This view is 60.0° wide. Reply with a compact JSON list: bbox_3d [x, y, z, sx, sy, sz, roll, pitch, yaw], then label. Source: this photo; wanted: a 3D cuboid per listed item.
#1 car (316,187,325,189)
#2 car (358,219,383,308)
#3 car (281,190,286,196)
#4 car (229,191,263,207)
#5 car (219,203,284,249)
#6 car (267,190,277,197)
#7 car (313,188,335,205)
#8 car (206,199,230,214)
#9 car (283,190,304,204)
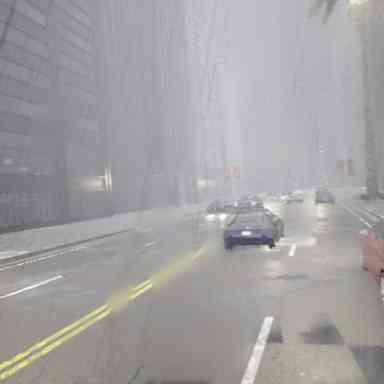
[{"bbox_3d":[18.430,0.121,47.449,2.097,1.767,4.553,-4,0,20],"label":"car"},{"bbox_3d":[4.487,1.163,6.463,1.882,1.535,5.008,-4,0,20],"label":"car"},{"bbox_3d":[20.095,0.201,70.625,1.895,1.301,4.718,-4,0,20],"label":"car"},{"bbox_3d":[5.309,1.030,30.946,2.097,1.767,4.553,-4,0,20],"label":"car"},{"bbox_3d":[2.634,1.397,13.769,1.994,1.385,4.181,-4,0,20],"label":"car"},{"bbox_3d":[17.687,0.276,73.481,1.994,1.385,4.181,-4,0,20],"label":"car"},{"bbox_3d":[14.075,0.619,35.415,1.994,1.385,4.181,-4,0,21],"label":"car"},{"bbox_3d":[2.870,1.425,33.643,1.994,1.385,4.181,-4,0,20],"label":"car"},{"bbox_3d":[12.827,0.760,41.319,1.895,1.301,4.718,-4,0,20],"label":"car"}]
